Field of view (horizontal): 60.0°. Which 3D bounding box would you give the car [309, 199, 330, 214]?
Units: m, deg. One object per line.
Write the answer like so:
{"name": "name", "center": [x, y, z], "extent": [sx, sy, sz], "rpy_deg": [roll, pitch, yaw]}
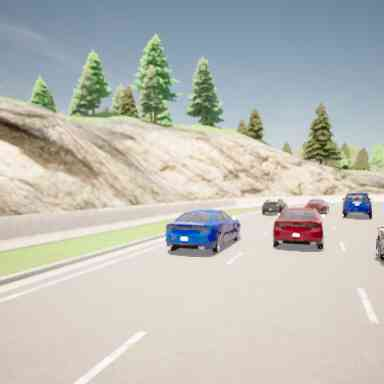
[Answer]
{"name": "car", "center": [11.951, 1.387, 31.665], "extent": [1.812, 1.442, 4.674], "rpy_deg": [0, 0, 28]}

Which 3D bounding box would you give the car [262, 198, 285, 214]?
{"name": "car", "center": [8.124, 1.363, 32.207], "extent": [2.128, 1.511, 4.902], "rpy_deg": [0, 0, 25]}

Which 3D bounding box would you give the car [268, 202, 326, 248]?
{"name": "car", "center": [4.750, 1.416, 14.608], "extent": [1.882, 1.535, 5.008], "rpy_deg": [0, 1, 21]}

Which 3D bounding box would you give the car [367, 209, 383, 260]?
{"name": "car", "center": [6.356, 1.443, 9.058], "extent": [2.128, 1.511, 4.902], "rpy_deg": [0, 0, 21]}

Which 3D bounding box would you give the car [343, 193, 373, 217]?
{"name": "car", "center": [14.344, 1.083, 28.815], "extent": [2.150, 2.045, 5.566], "rpy_deg": [0, 0, 27]}

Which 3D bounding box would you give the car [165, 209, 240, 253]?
{"name": "car", "center": [0.634, 1.433, 13.660], "extent": [1.882, 1.535, 5.008], "rpy_deg": [0, 0, 21]}
